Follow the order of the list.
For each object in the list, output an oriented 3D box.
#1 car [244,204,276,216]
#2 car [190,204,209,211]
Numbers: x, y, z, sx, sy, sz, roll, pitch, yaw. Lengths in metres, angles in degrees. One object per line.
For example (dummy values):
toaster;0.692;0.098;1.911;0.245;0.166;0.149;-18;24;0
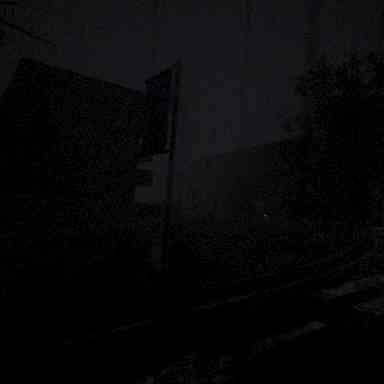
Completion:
car;8.463;2.235;41.650;1.882;1.535;5.008;6;-3;-23
car;1.223;2.912;57.628;2.128;1.511;4.902;6;-6;-25
